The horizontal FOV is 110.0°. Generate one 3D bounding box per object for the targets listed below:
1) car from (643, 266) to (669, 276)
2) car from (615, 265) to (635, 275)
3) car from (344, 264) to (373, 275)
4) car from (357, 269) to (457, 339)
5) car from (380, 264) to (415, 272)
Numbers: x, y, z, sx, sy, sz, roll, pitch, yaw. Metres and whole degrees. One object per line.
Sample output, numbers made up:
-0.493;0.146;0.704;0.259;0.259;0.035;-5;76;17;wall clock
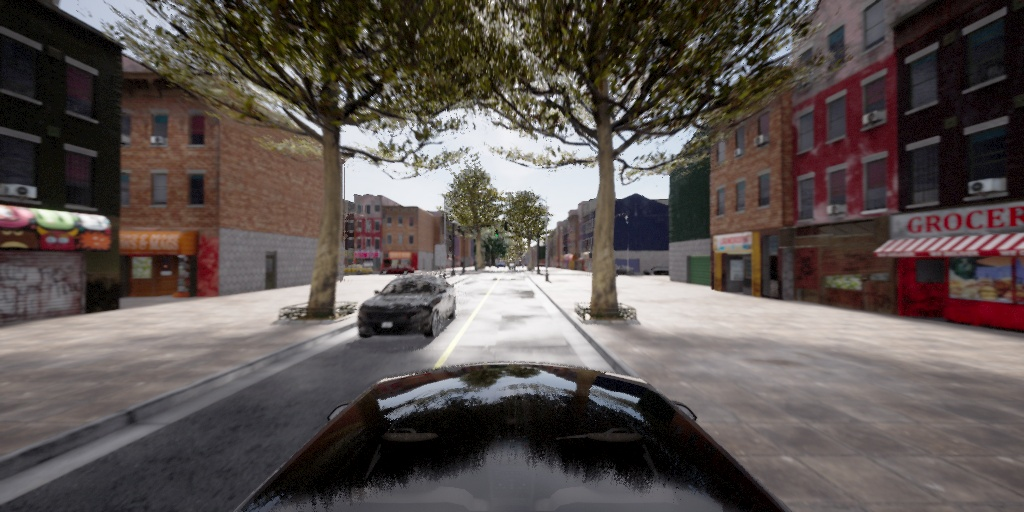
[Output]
19.612;1.935;47.541;4.313;1.339;1.948;0;0;0;car
13.937;1.896;47.506;4.403;1.370;2.007;0;0;0;car
-20.941;1.761;47.289;4.829;1.417;1.751;0;0;0;car
-2.853;1.326;10.690;1.882;1.535;5.008;0;-1;0;car
-15.092;1.794;47.325;4.507;1.381;1.888;0;0;0;car
